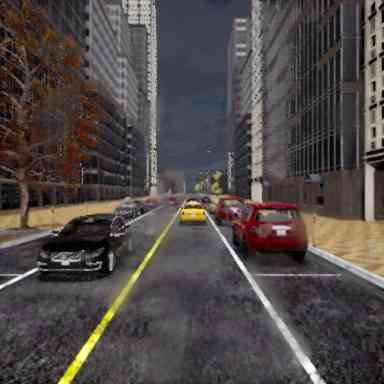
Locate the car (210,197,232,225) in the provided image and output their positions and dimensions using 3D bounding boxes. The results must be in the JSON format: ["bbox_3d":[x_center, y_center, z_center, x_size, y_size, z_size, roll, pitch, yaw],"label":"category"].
[{"bbox_3d":[2.696,1.291,23.793,2.192,1.841,5.009,0,0,0],"label":"car"}]

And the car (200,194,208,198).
[{"bbox_3d":[2.697,1.481,63.638,1.947,1.339,4.313,0,0,0],"label":"car"}]

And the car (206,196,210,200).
[{"bbox_3d":[2.695,1.487,35.347,1.752,1.417,4.829,0,0,0],"label":"car"}]

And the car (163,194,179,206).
[{"bbox_3d":[-3.072,1.461,51.734,1.812,1.442,4.674,0,0,0],"label":"car"}]

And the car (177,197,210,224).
[{"bbox_3d":[0.100,1.432,24.701,1.801,1.575,5.366,0,0,0],"label":"car"}]

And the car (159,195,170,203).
[{"bbox_3d":[-5.683,1.449,69.343,1.887,1.381,4.507,0,0,0],"label":"car"}]

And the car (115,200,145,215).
[{"bbox_3d":[-5.686,1.520,29.498,2.008,1.369,4.403,0,0,0],"label":"car"}]

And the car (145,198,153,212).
[{"bbox_3d":[-5.686,1.527,35.190,1.947,1.339,4.313,0,0,0],"label":"car"}]

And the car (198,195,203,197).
[{"bbox_3d":[0.102,1.430,41.129,1.882,1.535,5.008,0,0,0],"label":"car"}]

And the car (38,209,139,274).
[{"bbox_3d":[-3.101,1.495,10.585,1.837,1.490,4.892,0,0,0],"label":"car"}]

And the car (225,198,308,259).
[{"bbox_3d":[2.695,1.304,12.408,2.192,1.841,5.009,0,0,0],"label":"car"}]

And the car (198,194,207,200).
[{"bbox_3d":[2.700,1.311,86.405,1.967,1.590,4.097,0,0,0],"label":"car"}]

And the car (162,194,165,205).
[{"bbox_3d":[-5.684,1.475,57.959,2.008,1.369,4.403,0,0,0],"label":"car"}]

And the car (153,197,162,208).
[{"bbox_3d":[-5.684,1.526,46.573,1.802,1.307,4.206,0,0,0],"label":"car"}]

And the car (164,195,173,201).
[{"bbox_3d":[-5.682,1.464,80.728,1.802,1.307,4.206,0,0,0],"label":"car"}]

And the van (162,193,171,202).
[{"bbox_3d":[-5.682,1.235,75.036,1.690,1.788,3.998,0,0,0],"label":"van"}]
